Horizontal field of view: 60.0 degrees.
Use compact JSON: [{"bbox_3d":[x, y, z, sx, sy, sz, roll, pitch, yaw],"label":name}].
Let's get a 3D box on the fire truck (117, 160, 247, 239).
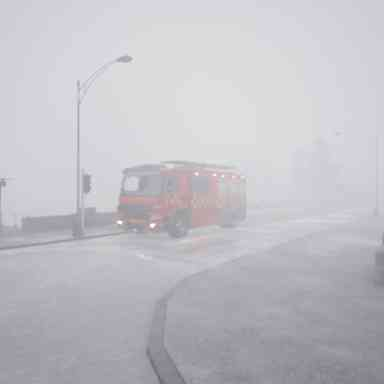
[{"bbox_3d":[-0.088,0.317,18.651,2.891,3.827,8.468,0,0,37],"label":"fire truck"}]
